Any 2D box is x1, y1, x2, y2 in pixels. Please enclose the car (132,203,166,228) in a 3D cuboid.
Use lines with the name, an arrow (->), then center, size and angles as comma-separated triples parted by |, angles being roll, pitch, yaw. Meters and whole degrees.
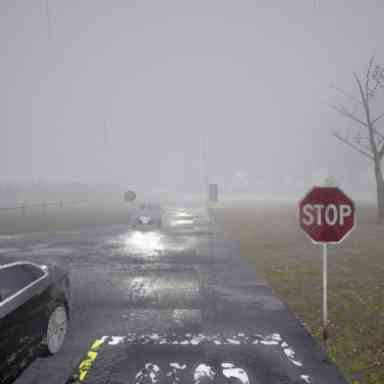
car -> -2.778, 1.501, 22.199 | 2.128, 1.511, 4.902 | 0, 0, 0

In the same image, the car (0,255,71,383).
car -> -2.754, 1.493, 3.199 | 2.128, 1.511, 4.902 | 0, 0, 0
